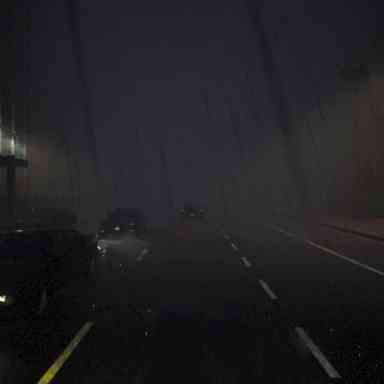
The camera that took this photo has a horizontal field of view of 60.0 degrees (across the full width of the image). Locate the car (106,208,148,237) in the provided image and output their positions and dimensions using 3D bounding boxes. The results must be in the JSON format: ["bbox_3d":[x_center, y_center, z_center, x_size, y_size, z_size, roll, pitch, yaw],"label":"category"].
[{"bbox_3d":[-3.594,1.578,17.994,1.994,1.385,4.181,0,0,0],"label":"car"}]

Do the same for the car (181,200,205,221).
[{"bbox_3d":[0.051,1.545,26.994,1.812,1.442,4.674,0,0,1],"label":"car"}]

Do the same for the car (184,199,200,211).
[{"bbox_3d":[0.032,1.631,42.243,1.895,1.301,4.718,0,0,0],"label":"car"}]

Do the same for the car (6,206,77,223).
[{"bbox_3d":[-7.095,1.491,15.931,1.882,1.535,5.008,0,0,0],"label":"car"}]

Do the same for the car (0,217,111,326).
[{"bbox_3d":[-3.602,1.554,7.578,2.033,1.411,5.357,0,0,0],"label":"car"}]
